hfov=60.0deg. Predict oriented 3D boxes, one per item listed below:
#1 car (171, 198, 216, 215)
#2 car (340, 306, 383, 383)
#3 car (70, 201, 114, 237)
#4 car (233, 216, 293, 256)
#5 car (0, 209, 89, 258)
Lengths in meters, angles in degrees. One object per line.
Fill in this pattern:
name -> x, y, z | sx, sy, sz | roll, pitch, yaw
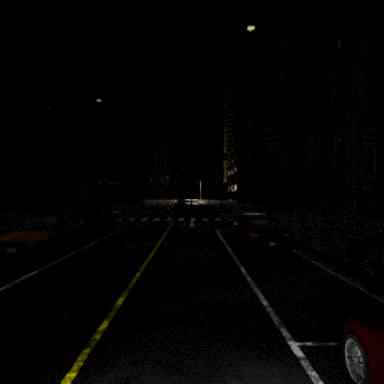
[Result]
car -> 0.159, 1.683, 36.048 | 4.902, 1.511, 2.128 | 0, -1, 0
car -> 2.675, 1.595, 2.442 | 1.802, 1.307, 4.206 | 0, 0, 0
car -> -5.842, 1.428, 18.828 | 2.192, 1.841, 5.009 | 0, 0, 0
car -> 2.679, 1.621, 13.361 | 1.887, 1.381, 4.507 | 0, 0, 0
car -> -5.845, 1.601, 13.197 | 1.752, 1.417, 4.829 | 0, 0, 0
